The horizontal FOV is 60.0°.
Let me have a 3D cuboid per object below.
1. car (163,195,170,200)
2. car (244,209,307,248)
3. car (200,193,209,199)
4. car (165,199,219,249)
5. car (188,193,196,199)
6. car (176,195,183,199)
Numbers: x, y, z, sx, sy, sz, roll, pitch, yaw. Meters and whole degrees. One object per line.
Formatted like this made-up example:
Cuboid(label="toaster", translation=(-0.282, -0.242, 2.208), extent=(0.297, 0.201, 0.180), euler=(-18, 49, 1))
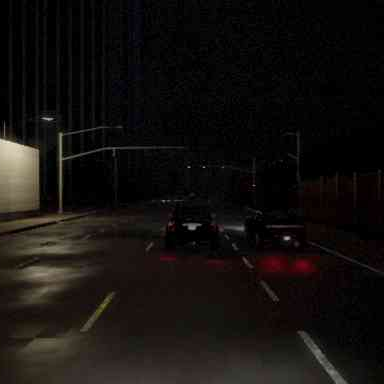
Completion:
Cuboid(label="car", translation=(-7.000, 1.500, 91.759), extent=(1.812, 1.442, 4.674), euler=(0, 0, 0))
Cuboid(label="car", translation=(3.500, 1.493, 14.650), extent=(2.128, 1.511, 4.902), euler=(0, 0, 0))
Cuboid(label="car", translation=(3.500, 1.455, 86.975), extent=(1.812, 1.442, 4.674), euler=(0, 0, 0))
Cuboid(label="car", translation=(0.000, 1.364, 14.620), extent=(2.097, 1.767, 4.553), euler=(0, 0, 0))
Cuboid(label="car", translation=(0.000, 1.516, 86.687), extent=(1.895, 1.301, 4.718), euler=(0, 0, 0))
Cuboid(label="car", translation=(-3.500, 1.516, 91.759), extent=(2.033, 1.411, 5.357), euler=(0, 0, 0))
